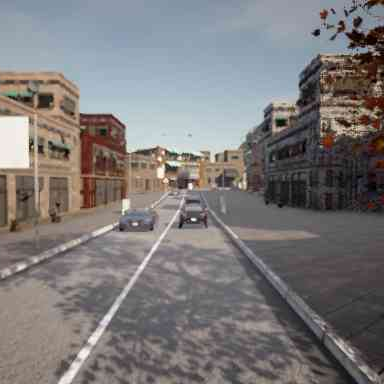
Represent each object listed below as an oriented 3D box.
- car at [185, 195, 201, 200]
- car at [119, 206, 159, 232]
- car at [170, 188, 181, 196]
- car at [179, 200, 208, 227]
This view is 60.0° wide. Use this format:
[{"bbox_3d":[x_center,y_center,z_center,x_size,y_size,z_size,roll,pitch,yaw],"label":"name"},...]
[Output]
[{"bbox_3d":[0.099,1.139,42.221,1.882,1.535,5.008,0,2,0],"label":"car"},{"bbox_3d":[-3.098,1.554,20.096,1.994,1.385,4.181,0,0,0],"label":"car"},{"bbox_3d":[-3.032,-0.034,62.578,1.812,1.442,4.674,0,4,1],"label":"car"},{"bbox_3d":[0.100,1.514,22.509,1.812,1.442,4.674,0,0,0],"label":"car"}]
